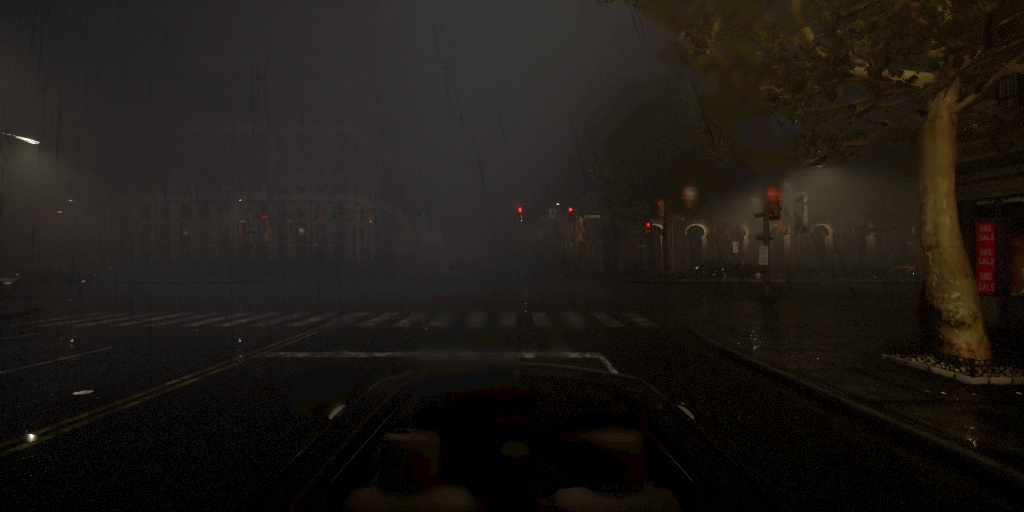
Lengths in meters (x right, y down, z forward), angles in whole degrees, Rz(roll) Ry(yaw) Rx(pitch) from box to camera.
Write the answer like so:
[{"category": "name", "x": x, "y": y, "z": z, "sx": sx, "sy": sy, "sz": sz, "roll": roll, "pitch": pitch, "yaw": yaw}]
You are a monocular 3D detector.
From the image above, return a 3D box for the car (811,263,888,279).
[{"category": "car", "x": 29.384, "y": 1.351, "z": 31.162, "sx": 4.718, "sy": 1.301, "sz": 1.895, "roll": 0, "pitch": 0, "yaw": 1}]

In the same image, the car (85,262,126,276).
[{"category": "car", "x": -40.882, "y": 1.276, "z": 35.277, "sx": 4.674, "sy": 1.442, "sz": 1.812, "roll": 0, "pitch": 0, "yaw": 0}]

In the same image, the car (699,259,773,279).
[{"category": "car", "x": 19.437, "y": 1.255, "z": 31.252, "sx": 4.892, "sy": 1.490, "sz": 1.837, "roll": 0, "pitch": 0, "yaw": 1}]

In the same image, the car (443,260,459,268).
[{"category": "car", "x": -10.377, "y": 1.351, "z": 61.019, "sx": 1.895, "sy": 1.301, "sz": 4.718, "roll": 0, "pitch": 0, "yaw": 1}]

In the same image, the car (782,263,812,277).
[{"category": "car", "x": 29.398, "y": 1.351, "z": 34.662, "sx": 4.718, "sy": 1.301, "sz": 1.895, "roll": 0, "pitch": 0, "yaw": 1}]

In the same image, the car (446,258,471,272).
[{"category": "car", "x": -6.950, "y": 1.227, "z": 46.955, "sx": 1.882, "sy": 1.535, "sz": 5.008, "roll": 0, "pitch": 0, "yaw": 0}]

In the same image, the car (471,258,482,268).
[{"category": "car", "x": -6.867, "y": 1.297, "z": 62.300, "sx": 2.033, "sy": 1.411, "sz": 5.357, "roll": 0, "pitch": 0, "yaw": 1}]

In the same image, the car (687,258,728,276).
[{"category": "car", "x": 19.458, "y": 1.102, "z": 34.754, "sx": 4.553, "sy": 1.767, "sz": 2.097, "roll": 0, "pitch": 0, "yaw": 0}]

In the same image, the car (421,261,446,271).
[{"category": "car", "x": -10.541, "y": 1.314, "z": 47.417, "sx": 1.994, "sy": 1.385, "sz": 4.181, "roll": 0, "pitch": 0, "yaw": 3}]

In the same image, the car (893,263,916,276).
[{"category": "car", "x": 39.861, "y": 1.228, "z": 34.556, "sx": 5.008, "sy": 1.535, "sz": 1.882, "roll": 0, "pitch": 0, "yaw": 1}]

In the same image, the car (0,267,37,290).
[{"category": "car", "x": -30.498, "y": 1.242, "z": 20.012, "sx": 4.902, "sy": 1.511, "sz": 2.128, "roll": 0, "pitch": 0, "yaw": 1}]

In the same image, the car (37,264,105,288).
[{"category": "car", "x": -30.276, "y": 1.351, "z": 23.508, "sx": 4.718, "sy": 1.301, "sz": 1.895, "roll": 0, "pitch": 0, "yaw": 1}]
